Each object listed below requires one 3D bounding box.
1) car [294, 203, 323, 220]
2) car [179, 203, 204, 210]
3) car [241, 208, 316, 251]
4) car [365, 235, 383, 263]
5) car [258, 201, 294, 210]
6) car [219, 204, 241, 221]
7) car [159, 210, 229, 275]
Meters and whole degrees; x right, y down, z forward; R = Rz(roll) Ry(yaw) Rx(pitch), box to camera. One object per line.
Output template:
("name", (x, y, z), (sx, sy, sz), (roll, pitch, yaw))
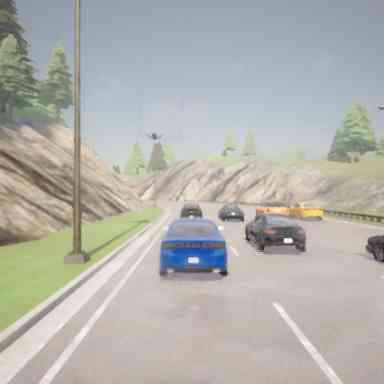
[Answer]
("car", (10.439, 1.722, 30.910), (1.882, 1.535, 5.008), (0, 0, 0))
("car", (-0.051, 1.742, 29.358), (1.837, 1.490, 4.892), (0, 0, 0))
("car", (3.515, 1.642, 14.520), (1.812, 1.442, 4.674), (0, 0, 0))
("car", (7.043, 1.620, 9.300), (2.033, 1.411, 5.357), (0, 0, 0))
("car", (6.949, 1.583, 29.072), (2.097, 1.767, 4.553), (0, 0, 0))
("car", (3.444, 1.803, 29.847), (1.994, 1.385, 4.181), (0, 0, 0))
("car", (0.036, 1.565, 10.808), (1.882, 1.535, 5.008), (0, 0, 0))
